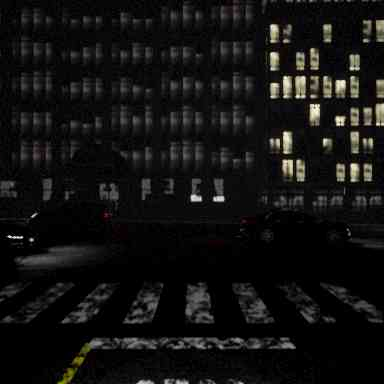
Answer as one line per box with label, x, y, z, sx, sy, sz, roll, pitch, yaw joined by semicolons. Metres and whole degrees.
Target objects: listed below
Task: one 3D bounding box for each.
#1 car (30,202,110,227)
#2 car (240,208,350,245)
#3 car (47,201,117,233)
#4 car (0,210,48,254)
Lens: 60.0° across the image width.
car;-8.008;1.440;22.132;4.674;1.442;1.812;1;0;1
car;4.675;1.533;15.310;4.892;1.490;1.837;1;-1;1
car;-6.693;1.298;18.863;4.553;1.767;2.097;1;0;1
car;-8.267;1.417;12.197;4.892;1.490;1.837;2;-1;1
